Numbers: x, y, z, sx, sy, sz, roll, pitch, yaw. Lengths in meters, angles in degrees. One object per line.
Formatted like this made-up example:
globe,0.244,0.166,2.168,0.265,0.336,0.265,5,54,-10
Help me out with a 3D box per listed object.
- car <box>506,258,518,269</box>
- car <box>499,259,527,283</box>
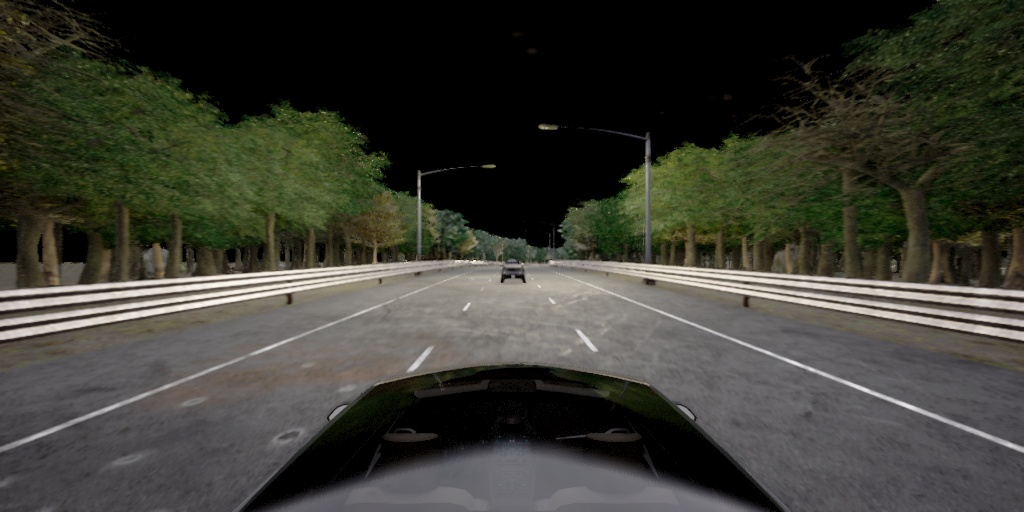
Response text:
car,0.022,1.258,62.017,2.097,1.767,4.553,0,-1,1
car,0.089,1.205,27.577,1.837,1.490,4.892,0,0,0
